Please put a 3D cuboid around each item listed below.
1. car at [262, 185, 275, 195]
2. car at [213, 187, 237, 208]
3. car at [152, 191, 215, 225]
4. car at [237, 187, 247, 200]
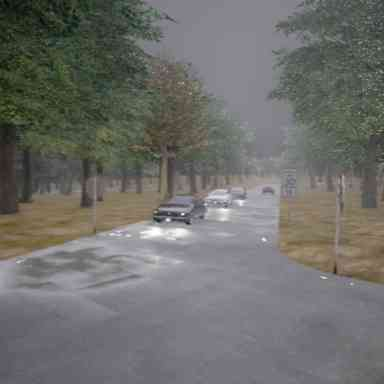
[{"bbox_3d":[12.980,-0.365,56.357,1.837,1.490,4.892,2,2,15],"label":"car"},{"bbox_3d":[2.491,0.513,29.265,1.812,1.442,4.674,2,2,15],"label":"car"},{"bbox_3d":[-0.434,0.868,18.370,2.033,1.411,5.357,2,2,15],"label":"car"},{"bbox_3d":[5.715,0.123,41.201,1.812,1.442,4.674,2,3,15],"label":"car"}]
